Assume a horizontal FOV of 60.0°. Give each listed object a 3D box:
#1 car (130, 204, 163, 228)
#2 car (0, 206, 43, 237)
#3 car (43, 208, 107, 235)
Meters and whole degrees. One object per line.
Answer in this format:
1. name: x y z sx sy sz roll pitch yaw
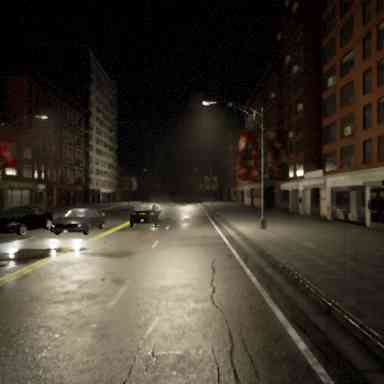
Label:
1. car: -3.147 1.617 23.513 2.128 1.511 4.902 0 0 0
2. car: -9.754 1.580 19.118 1.882 1.535 5.008 0 -1 0
3. car: -6.497 1.653 19.720 2.033 1.411 5.357 0 0 0
